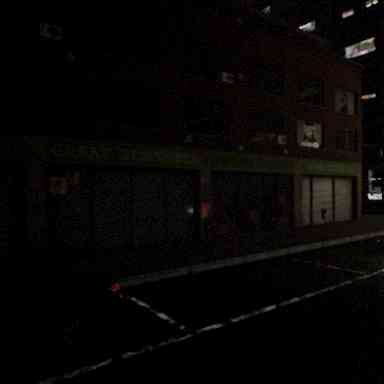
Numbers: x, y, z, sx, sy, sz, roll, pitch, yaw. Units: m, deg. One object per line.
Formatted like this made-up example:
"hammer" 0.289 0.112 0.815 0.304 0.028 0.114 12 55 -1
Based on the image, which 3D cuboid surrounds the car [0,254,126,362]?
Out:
"car" -2.963 1.579 4.435 4.206 1.307 1.802 -1 2 -36
